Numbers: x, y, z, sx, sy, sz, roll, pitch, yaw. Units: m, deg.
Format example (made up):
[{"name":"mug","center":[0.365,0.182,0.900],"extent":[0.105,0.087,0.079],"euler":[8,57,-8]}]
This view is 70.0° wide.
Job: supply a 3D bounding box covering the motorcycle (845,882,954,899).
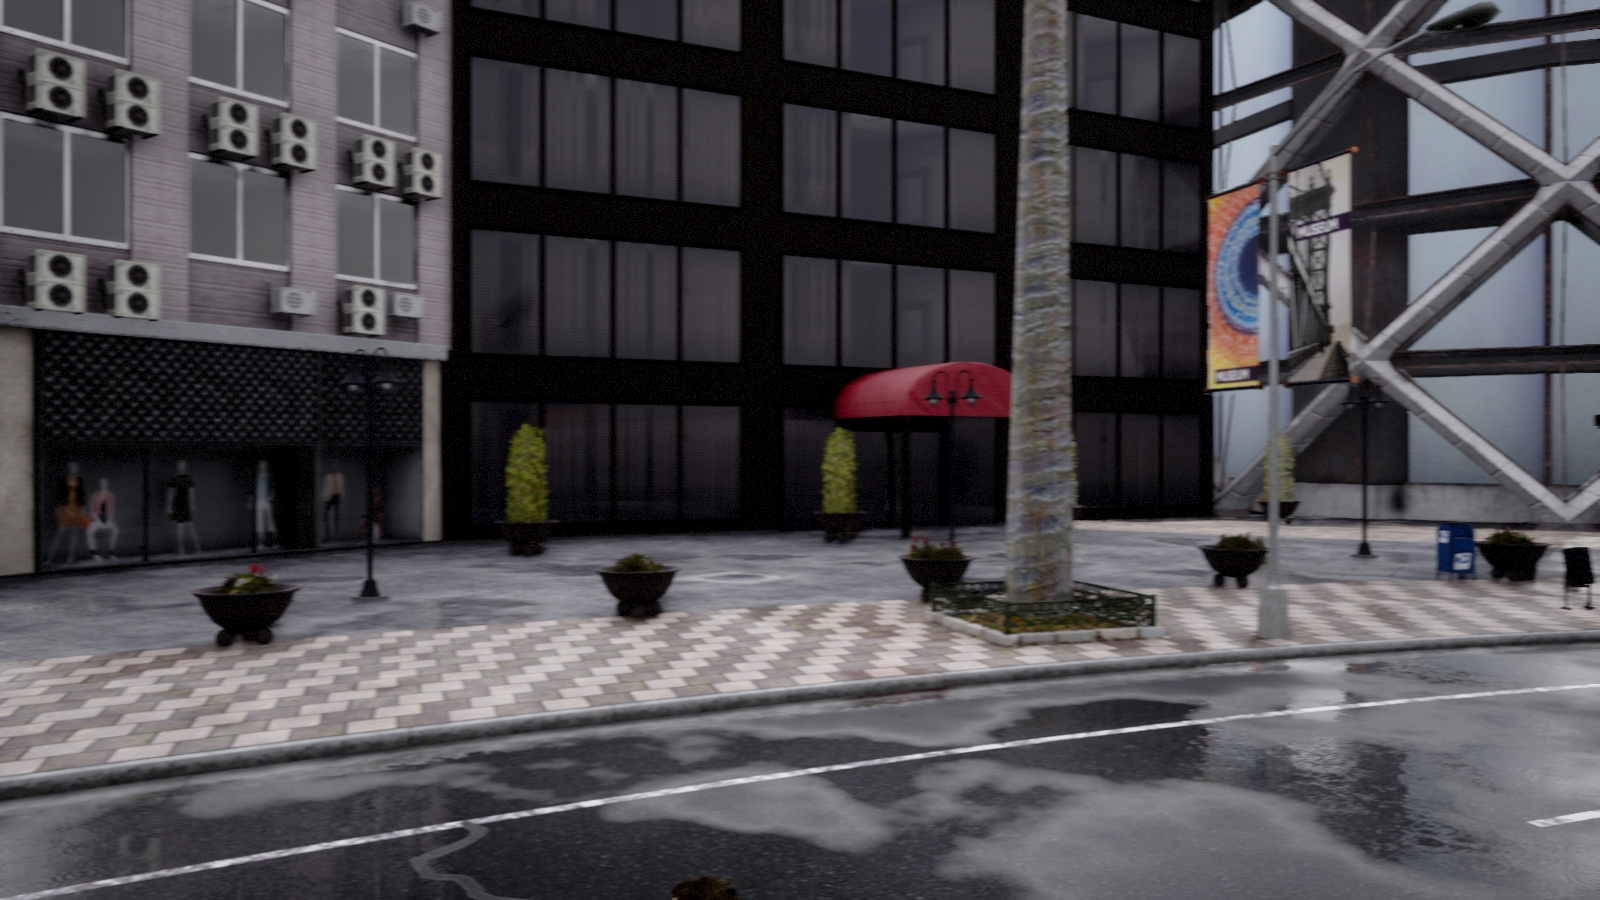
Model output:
[{"name":"motorcycle","center":[-0.227,2.210,3.478],"extent":[2.033,1.145,0.803],"euler":[0,0,-29]}]
